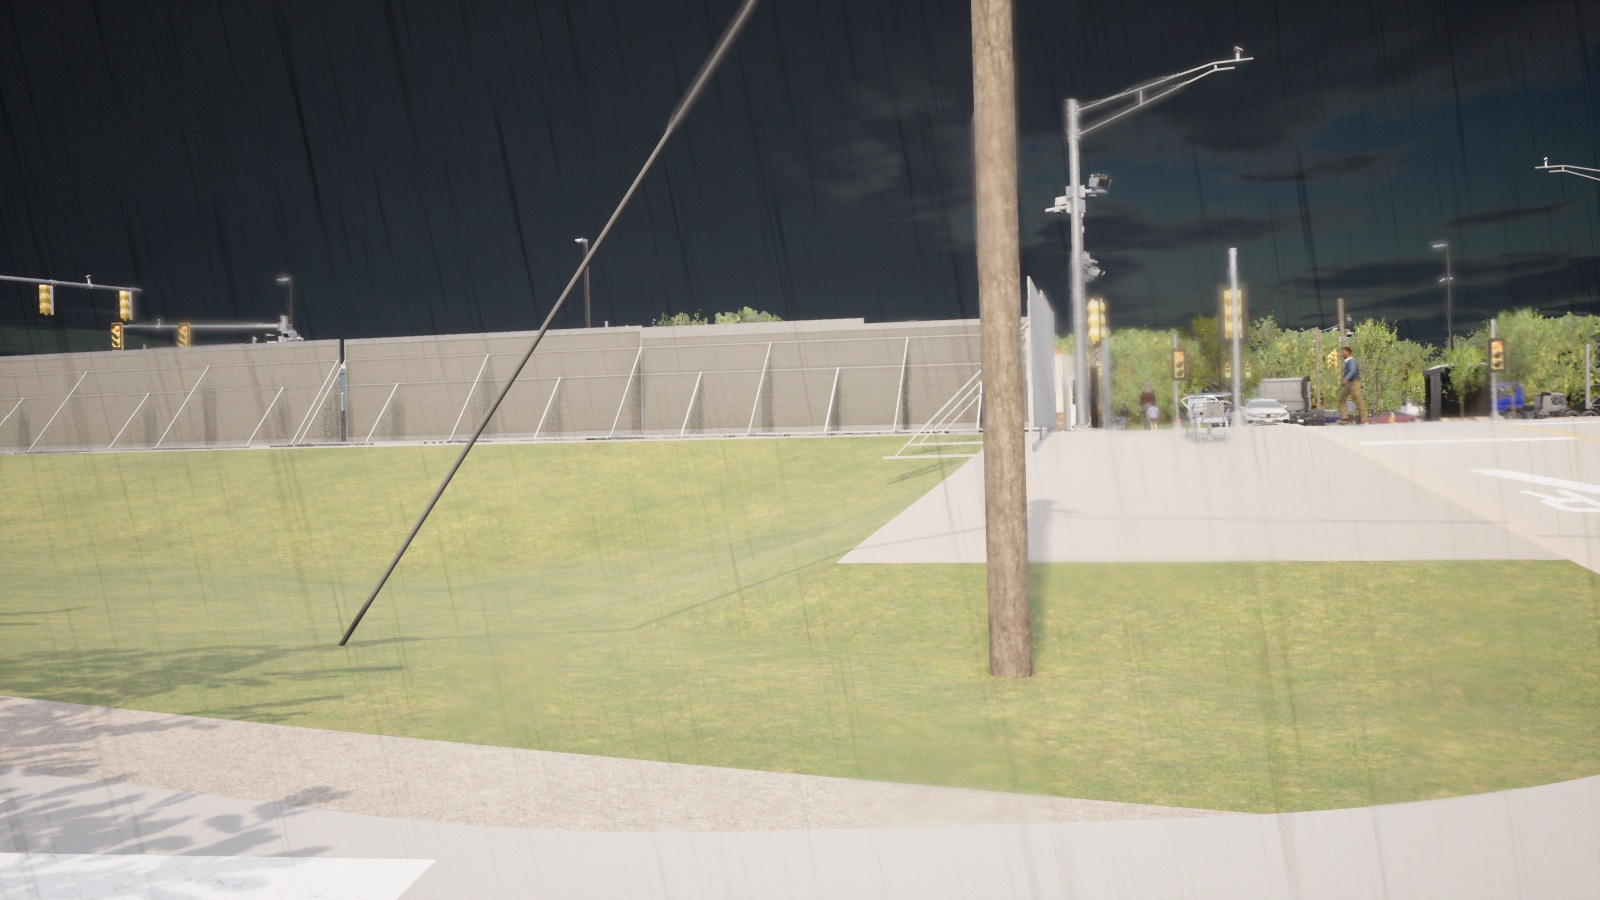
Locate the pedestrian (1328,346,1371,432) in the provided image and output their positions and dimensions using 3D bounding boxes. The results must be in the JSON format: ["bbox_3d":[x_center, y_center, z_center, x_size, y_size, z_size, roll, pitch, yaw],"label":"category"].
[{"bbox_3d":[12.593,-1.388,28.791,0.788,1.949,0.423,-1,0,5],"label":"pedestrian"}]

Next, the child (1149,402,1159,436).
[{"bbox_3d":[11.702,-1.032,41.511,0.255,1.110,0.394,-1,0,10],"label":"child"}]

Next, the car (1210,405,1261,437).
[{"bbox_3d":[24.160,-1.585,69.835,2.242,1.667,4.611,-1,0,14],"label":"car"}]

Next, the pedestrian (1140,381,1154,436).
[{"bbox_3d":[12.004,-1.425,43.435,0.376,1.854,0.720,-1,0,9],"label":"pedestrian"}]

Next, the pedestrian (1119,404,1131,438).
[{"bbox_3d":[18.095,-1.605,69.909,0.563,1.883,0.849,-1,0,14],"label":"pedestrian"}]

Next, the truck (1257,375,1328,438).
[{"bbox_3d":[29.276,-2.510,74.899,2.891,3.462,7.936,-1,0,14],"label":"truck"}]

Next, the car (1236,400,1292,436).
[{"bbox_3d":[20.683,-1.396,56.102,1.812,1.442,4.674,-1,0,14],"label":"car"}]
